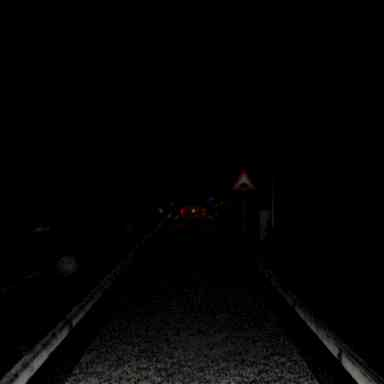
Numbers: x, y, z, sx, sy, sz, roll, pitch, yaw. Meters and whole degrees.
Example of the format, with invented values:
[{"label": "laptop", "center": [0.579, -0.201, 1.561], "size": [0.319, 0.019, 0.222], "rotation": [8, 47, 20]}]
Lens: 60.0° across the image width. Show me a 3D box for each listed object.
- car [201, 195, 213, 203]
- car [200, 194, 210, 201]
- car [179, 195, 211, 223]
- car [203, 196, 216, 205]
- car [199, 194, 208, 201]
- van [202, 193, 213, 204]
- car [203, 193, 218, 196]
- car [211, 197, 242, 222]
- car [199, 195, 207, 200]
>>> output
[{"label": "car", "center": [2.986, 1.409, 68.368], "size": [2.231, 1.521, 4.892], "rotation": [0, 0, 0]}, {"label": "car", "center": [2.983, 1.305, 79.385], "size": [2.185, 1.767, 4.553], "rotation": [0, 0, 0]}, {"label": "car", "center": [0.095, 1.338, 25.465], "size": [2.097, 1.767, 4.553], "rotation": [0, 0, 0]}, {"label": "car", "center": [2.987, 1.446, 57.328], "size": [2.002, 1.452, 4.674], "rotation": [0, 0, 0]}, {"label": "car", "center": [2.982, 1.322, 84.906], "size": [2.185, 1.767, 4.553], "rotation": [0, 0, 0]}, {"label": "van", "center": [2.987, 1.179, 62.970], "size": [1.878, 1.987, 4.442], "rotation": [0, 0, 0]}, {"label": "car", "center": [2.988, 1.162, 51.840], "size": [2.435, 2.045, 5.566], "rotation": [0, 0, 0]}, {"label": "car", "center": [2.991, 1.461, 29.842], "size": [2.231, 1.521, 4.892], "rotation": [0, 0, 0]}, {"label": "car", "center": [2.981, 1.509, 90.581], "size": [2.002, 1.452, 4.674], "rotation": [0, 0, 0]}]
